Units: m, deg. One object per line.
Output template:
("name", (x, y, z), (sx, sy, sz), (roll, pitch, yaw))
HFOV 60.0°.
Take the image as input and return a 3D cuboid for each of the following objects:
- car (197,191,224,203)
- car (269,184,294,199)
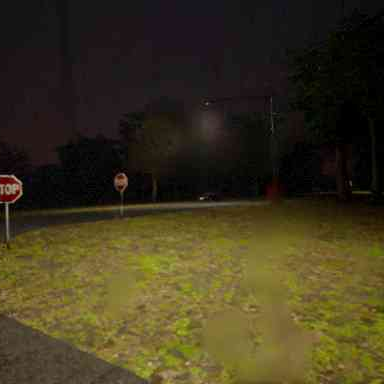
("car", (2.578, 0.657, 45.152), (2.128, 1.511, 4.902), (-3, 0, 34))
("car", (12.896, -0.132, 47.873), (2.150, 2.045, 5.566), (-3, -1, 34))
